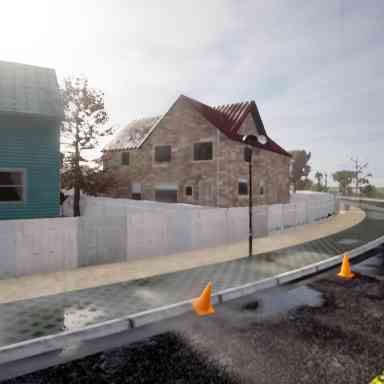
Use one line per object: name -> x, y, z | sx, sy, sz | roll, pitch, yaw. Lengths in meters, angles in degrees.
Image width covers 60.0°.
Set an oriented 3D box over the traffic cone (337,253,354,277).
traffic cone -> 4.107, 1.928, 8.874 | 0.340, 0.580, 0.340 | 0, 0, -43
